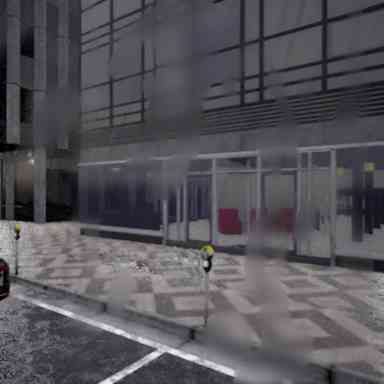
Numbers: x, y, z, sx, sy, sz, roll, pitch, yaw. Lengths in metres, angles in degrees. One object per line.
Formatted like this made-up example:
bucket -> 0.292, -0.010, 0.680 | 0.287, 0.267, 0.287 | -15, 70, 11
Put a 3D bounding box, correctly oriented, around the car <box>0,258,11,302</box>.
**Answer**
car -> -5.421, 1.558, 6.848 | 4.313, 1.339, 1.947 | 0, 0, 36
